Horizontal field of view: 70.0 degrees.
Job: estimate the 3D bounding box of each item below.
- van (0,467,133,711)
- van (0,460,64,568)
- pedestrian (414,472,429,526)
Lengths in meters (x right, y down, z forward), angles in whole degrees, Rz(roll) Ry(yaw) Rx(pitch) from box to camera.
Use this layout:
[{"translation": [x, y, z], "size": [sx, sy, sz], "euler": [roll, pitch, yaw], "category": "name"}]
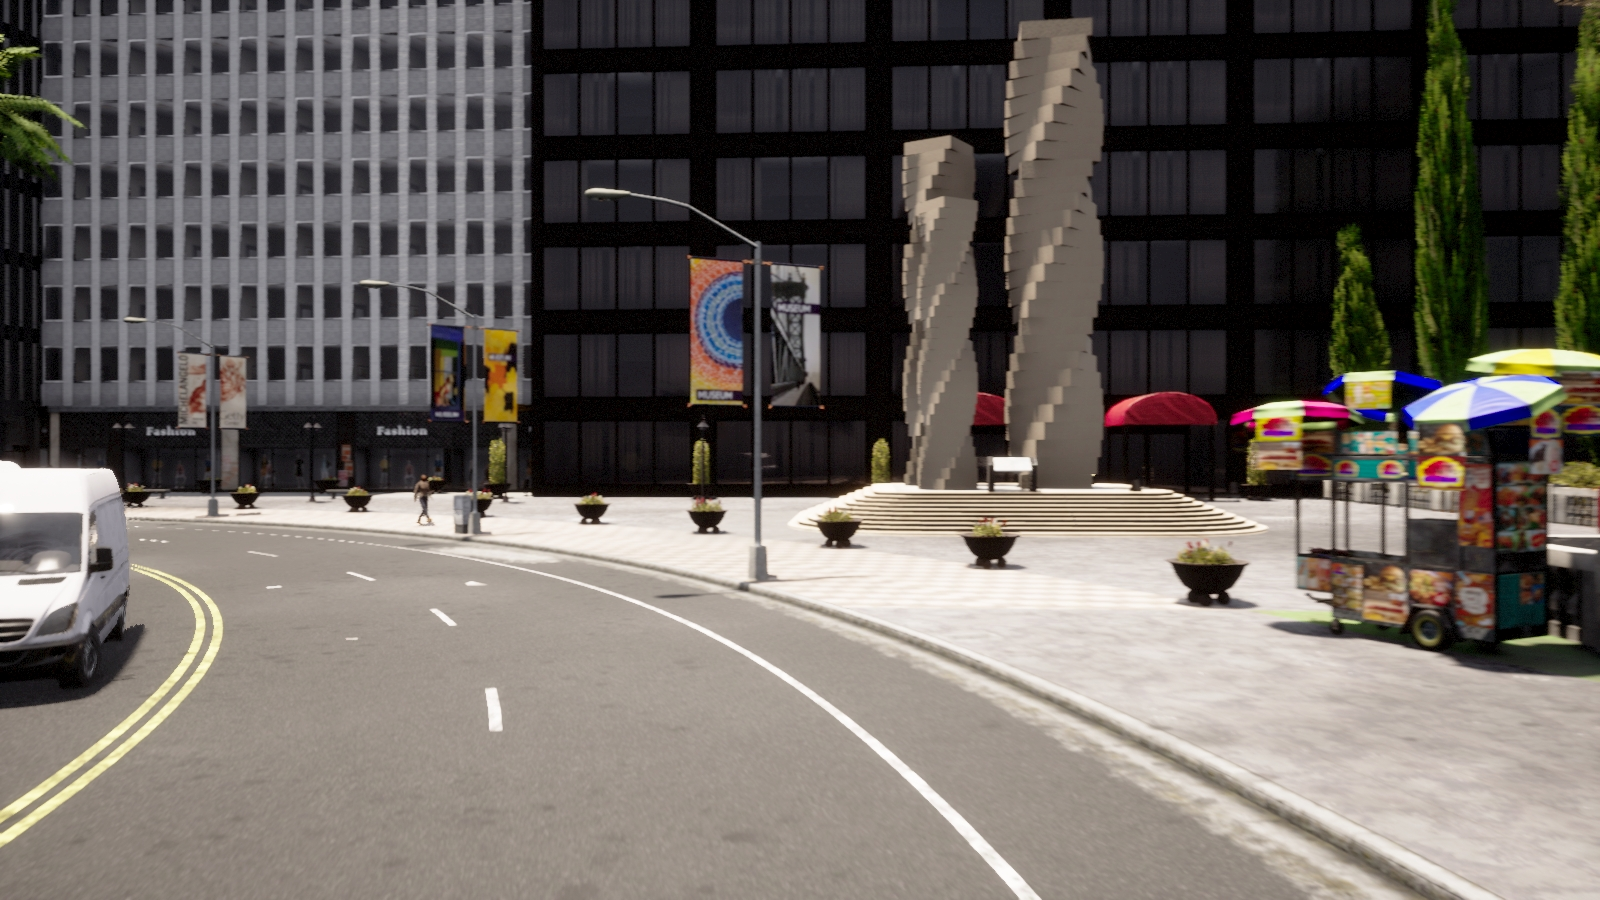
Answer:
[{"translation": [-10.153, 1.542, 14.921], "size": [1.988, 2.561, 5.915], "euler": [0, 0, -25], "category": "van"}, {"translation": [-21.404, 1.551, 29.534], "size": [5.915, 2.561, 1.988], "euler": [0, 0, 36], "category": "van"}, {"translation": [-13.226, 1.707, 39.895], "size": [0.375, 1.860, 0.375], "euler": [0, 0, 43], "category": "pedestrian"}]
